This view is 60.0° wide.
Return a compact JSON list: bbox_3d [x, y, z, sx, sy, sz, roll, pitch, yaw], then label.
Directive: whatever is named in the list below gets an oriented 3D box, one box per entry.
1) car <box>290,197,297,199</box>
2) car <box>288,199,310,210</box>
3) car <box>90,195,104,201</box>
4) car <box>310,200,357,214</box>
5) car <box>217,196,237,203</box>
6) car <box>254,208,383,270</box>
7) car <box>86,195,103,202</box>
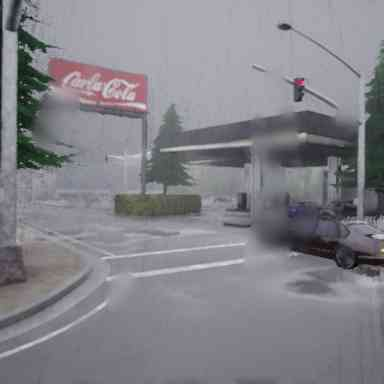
[{"bbox_3d":[22.439,1.968,82.033,2.152,1.636,5.027,1,0,-36],"label":"car"},{"bbox_3d":[11.358,1.760,32.543,4.611,1.667,2.242,1,0,-36],"label":"car"},{"bbox_3d":[-22.935,1.491,80.469,1.970,1.475,3.806,1,0,-36],"label":"car"},{"bbox_3d":[11.194,1.552,25.413,3.866,1.878,1.905,1,0,-36],"label":"car"},{"bbox_3d":[8.347,1.838,81.248,1.845,1.501,3.633,1,0,-36],"label":"car"},{"bbox_3d":[4.485,1.528,11.179,2.033,1.411,5.357,1,1,-31],"label":"car"},{"bbox_3d":[-21.738,1.524,72.615,2.007,1.523,4.514,1,0,-36],"label":"car"}]
